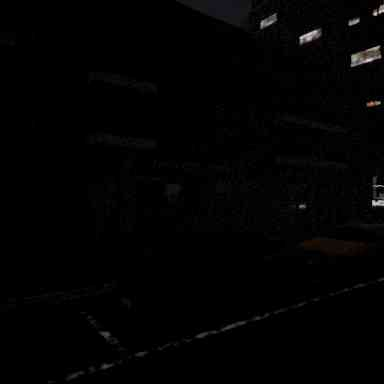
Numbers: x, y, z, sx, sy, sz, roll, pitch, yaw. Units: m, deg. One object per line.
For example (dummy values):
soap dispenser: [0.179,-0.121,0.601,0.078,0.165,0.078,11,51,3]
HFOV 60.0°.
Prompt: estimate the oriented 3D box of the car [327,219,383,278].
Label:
car: [5.050,1.529,10.143,4.829,1.417,1.752,0,1,-35]

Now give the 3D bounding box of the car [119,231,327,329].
car: [0.653,1.568,7.010,4.313,1.339,1.947,0,1,-35]
